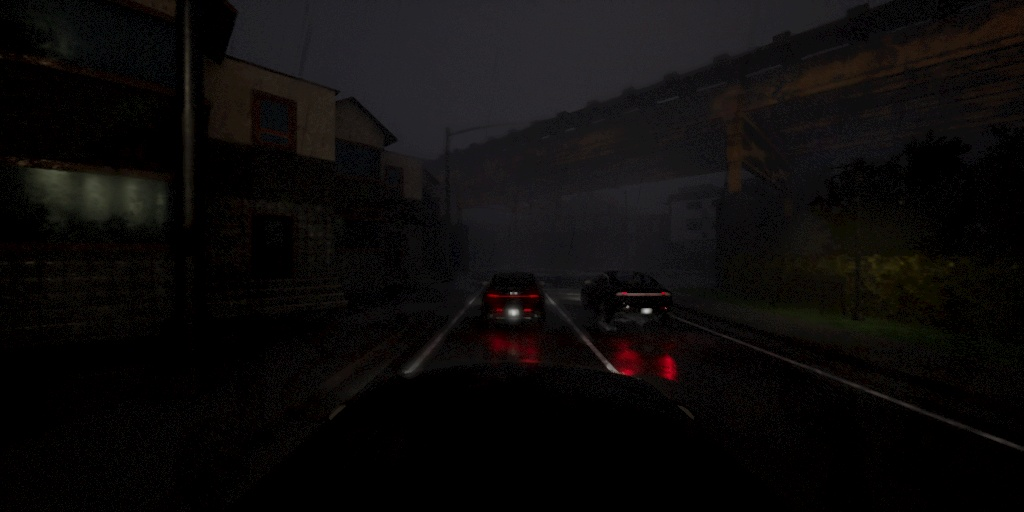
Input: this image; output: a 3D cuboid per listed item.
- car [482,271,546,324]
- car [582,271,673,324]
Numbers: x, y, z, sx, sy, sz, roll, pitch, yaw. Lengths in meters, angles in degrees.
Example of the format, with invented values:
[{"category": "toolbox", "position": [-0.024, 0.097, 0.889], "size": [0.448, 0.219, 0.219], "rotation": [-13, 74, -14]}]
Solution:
[{"category": "car", "position": [0.064, 1.245, 11.873], "size": [1.837, 1.490, 4.892], "rotation": [0, 0, 0]}, {"category": "car", "position": [3.564, 1.232, 11.872], "size": [2.128, 1.511, 4.902], "rotation": [0, 0, 0]}]
